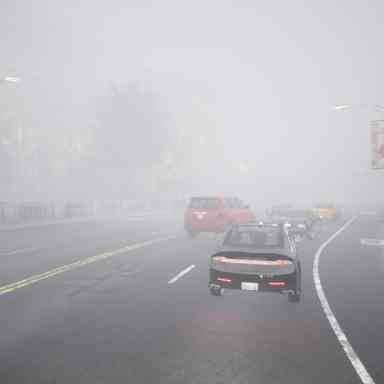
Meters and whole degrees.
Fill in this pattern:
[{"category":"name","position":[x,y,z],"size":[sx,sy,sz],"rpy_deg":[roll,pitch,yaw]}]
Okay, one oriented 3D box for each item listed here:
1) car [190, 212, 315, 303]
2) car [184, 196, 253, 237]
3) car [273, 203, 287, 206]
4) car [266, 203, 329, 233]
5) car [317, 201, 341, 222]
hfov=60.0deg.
[{"category":"car","position":[1.691,1.492,8.355],"size":[2.128,1.511,4.902],"rpy_deg":[0,0,15]},{"category":"car","position":[1.586,1.218,17.245],"size":[2.150,2.045,5.566],"rpy_deg":[0,0,27]},{"category":"car","position":[7.952,1.601,28.523],"size":[1.895,1.301,4.718],"rpy_deg":[0,0,30]},{"category":"car","position":[5.551,1.547,17.309],"size":[2.033,1.411,5.357],"rpy_deg":[0,0,29]},{"category":"car","position":[10.572,1.456,26.265],"size":[1.801,1.575,5.366],"rpy_deg":[0,0,30]}]
